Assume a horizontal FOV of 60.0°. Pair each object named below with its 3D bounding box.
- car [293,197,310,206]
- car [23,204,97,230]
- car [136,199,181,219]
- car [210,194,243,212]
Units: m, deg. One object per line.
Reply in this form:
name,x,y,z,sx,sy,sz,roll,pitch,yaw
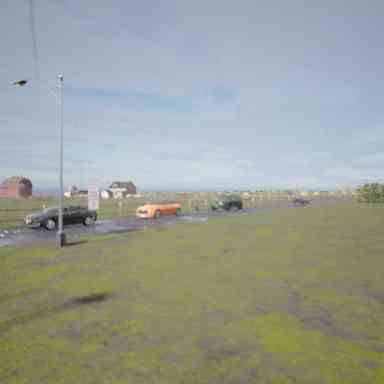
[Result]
car,19.213,1.592,58.176,1.837,1.490,4.892,0,0,34
car,-8.559,1.590,21.953,1.837,1.490,4.892,0,0,33
car,-2.995,1.431,30.321,2.097,1.767,4.553,0,0,34
car,4.443,1.293,41.397,2.150,2.045,5.566,0,0,34
